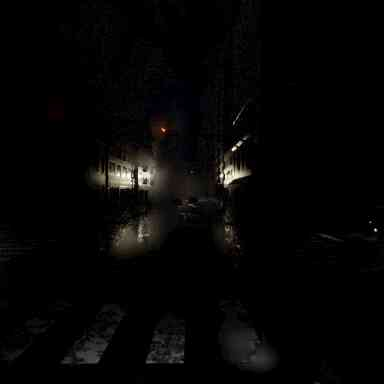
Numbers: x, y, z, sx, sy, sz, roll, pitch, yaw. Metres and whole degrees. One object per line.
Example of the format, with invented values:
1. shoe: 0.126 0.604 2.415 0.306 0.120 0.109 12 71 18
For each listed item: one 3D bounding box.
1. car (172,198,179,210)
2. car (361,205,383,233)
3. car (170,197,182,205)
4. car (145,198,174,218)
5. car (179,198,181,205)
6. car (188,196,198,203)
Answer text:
1. car: -3.010 1.562 39.751 2.033 1.411 5.357 0 0 1
2. car: 11.351 1.383 15.760 5.357 1.411 2.033 -1 0 0
3. car: -2.883 1.646 59.667 1.895 1.301 4.718 0 0 0
4. car: -3.034 1.570 30.424 1.994 1.385 4.181 0 0 0
5. car: -2.956 1.592 49.705 1.994 1.385 4.181 0 0 0
6. car: 0.215 1.546 71.124 1.882 1.535 5.008 0 0 0
